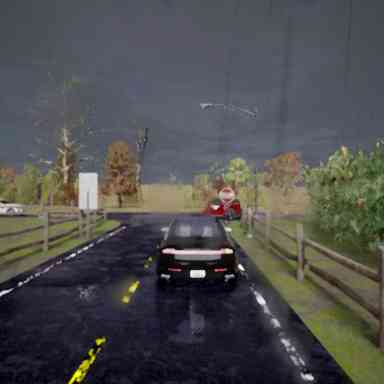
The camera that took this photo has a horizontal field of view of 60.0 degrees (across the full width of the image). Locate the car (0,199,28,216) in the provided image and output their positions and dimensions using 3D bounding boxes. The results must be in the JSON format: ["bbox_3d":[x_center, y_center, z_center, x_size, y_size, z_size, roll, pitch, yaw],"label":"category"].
[{"bbox_3d":[-16.961,1.358,29.282,4.674,1.442,1.812,0,0,1],"label":"car"}]

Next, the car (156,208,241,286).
[{"bbox_3d":[0.131,1.430,9.182,2.128,1.511,4.902,0,0,0],"label":"car"}]

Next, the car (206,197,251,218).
[{"bbox_3d":[2.903,1.172,25.908,2.097,1.767,4.553,1,1,34],"label":"car"}]
